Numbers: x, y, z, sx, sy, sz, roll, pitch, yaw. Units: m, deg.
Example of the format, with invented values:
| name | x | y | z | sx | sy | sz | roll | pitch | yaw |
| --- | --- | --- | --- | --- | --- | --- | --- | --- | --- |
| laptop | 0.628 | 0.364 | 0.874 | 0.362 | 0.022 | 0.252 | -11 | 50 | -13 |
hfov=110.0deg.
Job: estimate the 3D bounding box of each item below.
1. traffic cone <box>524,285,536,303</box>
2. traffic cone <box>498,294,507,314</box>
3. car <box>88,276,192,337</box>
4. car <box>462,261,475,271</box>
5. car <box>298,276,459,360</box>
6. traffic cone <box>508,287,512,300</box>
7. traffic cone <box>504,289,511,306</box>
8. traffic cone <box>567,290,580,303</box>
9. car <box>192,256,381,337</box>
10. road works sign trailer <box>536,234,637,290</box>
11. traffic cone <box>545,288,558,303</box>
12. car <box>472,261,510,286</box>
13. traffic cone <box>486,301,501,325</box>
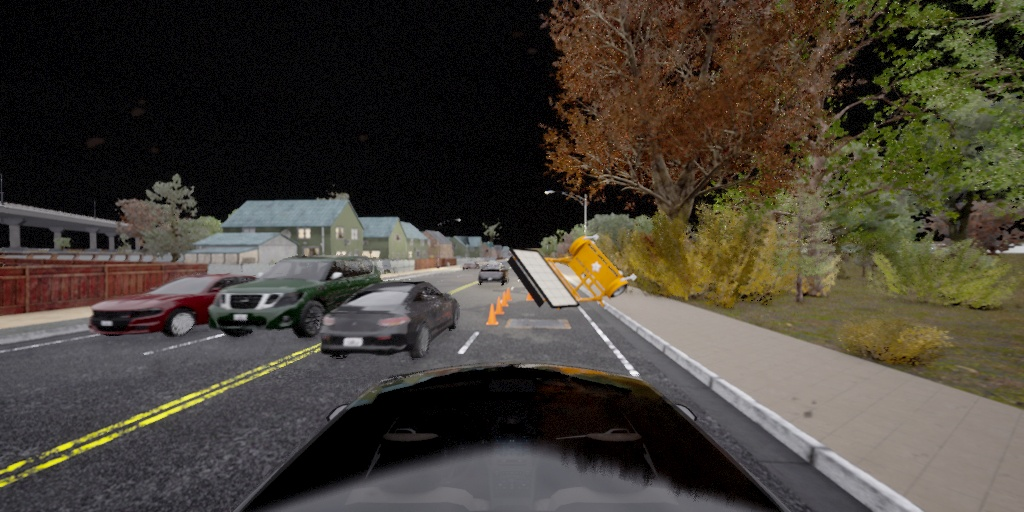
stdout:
| name | x | y | z | sx | sy | sz | roll | pitch | yaw |
| --- | --- | --- | --- | --- | --- | --- | --- | --- | --- |
| traffic cone | 0.830 | 1.759 | 16.669 | 0.340 | 0.580 | 0.340 | 0 | 0 | 4 |
| traffic cone | -0.449 | 1.747 | 12.750 | 0.340 | 0.580 | 0.340 | 0 | 0 | 4 |
| car | -9.088 | 1.276 | 10.684 | 1.882 | 1.535 | 5.008 | 0 | 0 | 4 |
| car | -6.076 | 1.484 | 53.199 | 1.994 | 1.385 | 4.181 | 0 | 0 | 4 |
| car | -2.533 | 1.305 | 8.379 | 1.812 | 1.442 | 4.674 | 0 | 0 | 4 |
| traffic cone | -0.167 | 1.761 | 16.739 | 0.340 | 0.580 | 0.340 | 0 | 0 | 4 |
| traffic cone | -0.308 | 1.754 | 14.744 | 0.340 | 0.580 | 0.340 | 0 | 0 | 4 |
| traffic cone | 2.824 | 1.755 | 16.528 | 0.340 | 0.580 | 0.340 | 0 | 0 | 4 |
| car | -5.828 | 1.015 | 10.711 | 2.150 | 2.045 | 5.566 | 0 | 0 | 4 |
| road works sign trailer | 2.814 | -0.795 | 13.003 | 2.880 | 3.560 | 2.380 | 0 | 0 | -41 |
| traffic cone | 1.827 | 1.757 | 16.599 | 0.340 | 0.580 | 0.340 | 0 | 0 | 4 |
| car | -1.271 | 1.331 | 26.250 | 2.128 | 1.511 | 4.902 | 0 | 0 | 4 |
| traffic cone | -0.590 | 1.740 | 10.754 | 0.340 | 0.580 | 0.340 | 0 | 0 | 4 |
